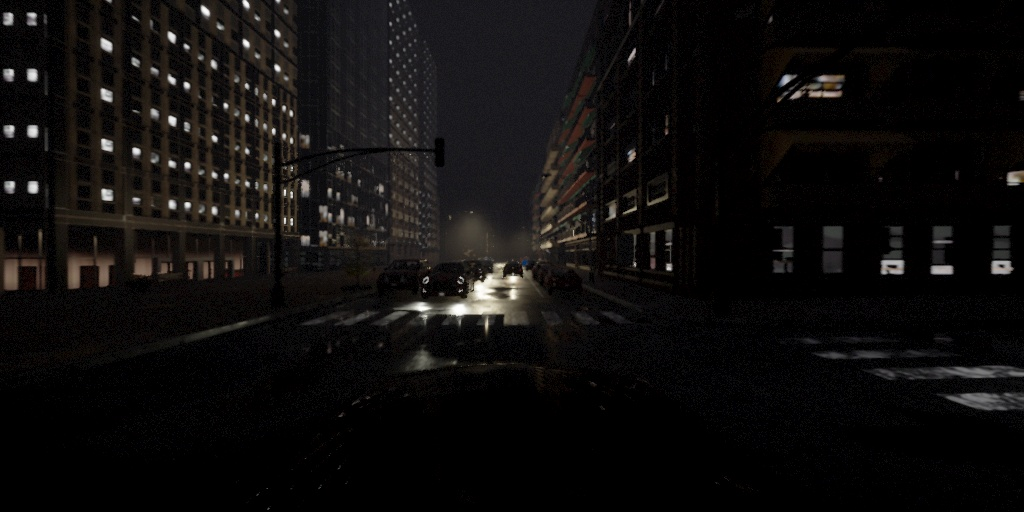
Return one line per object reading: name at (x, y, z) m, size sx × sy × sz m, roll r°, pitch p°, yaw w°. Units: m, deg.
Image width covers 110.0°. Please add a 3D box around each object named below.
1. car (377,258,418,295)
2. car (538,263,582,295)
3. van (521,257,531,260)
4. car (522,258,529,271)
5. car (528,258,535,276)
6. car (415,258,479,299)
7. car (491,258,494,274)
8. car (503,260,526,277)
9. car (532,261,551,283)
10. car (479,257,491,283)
car at (-5.693, 1.057, 19.762) m, size 2.192 × 1.841 × 5.009 m, roll 0°, pitch 0°, yaw 0°
car at (2.688, 1.287, 19.761) m, size 1.888 × 1.381 × 4.507 m, roll 0°, pitch 0°, yaw 0°
van at (2.689, 1.087, 63.981) m, size 1.690 × 1.789 × 3.998 m, roll 0°, pitch 0°, yaw 0°
car at (2.688, 1.306, 47.399) m, size 1.948 × 1.339 × 4.313 m, roll 0°, pitch 0°, yaw 0°
car at (2.688, 1.178, 30.816) m, size 1.967 × 1.591 × 4.097 m, roll 0°, pitch 0°, yaw 0°
car at (-3.090, 1.095, 18.039) m, size 2.097 × 1.767 × 4.553 m, roll 0°, pitch 0°, yaw 0°
car at (-3.070, 1.216, 40.337) m, size 1.882 × 1.535 × 5.008 m, roll 0°, pitch 0°, yaw 0°
car at (0.099, 1.339, 35.104) m, size 1.895 × 1.301 × 4.718 m, roll 0°, pitch 0°, yaw 0°
car at (2.688, 1.285, 25.289) m, size 1.888 × 1.381 × 4.507 m, roll 0°, pitch 0°, yaw 0°
car at (-3.084, 1.091, 28.092) m, size 2.097 × 1.767 × 4.553 m, roll 0°, pitch 0°, yaw 0°
